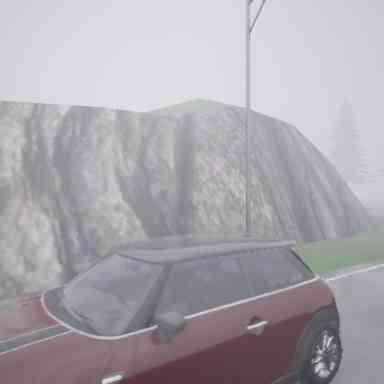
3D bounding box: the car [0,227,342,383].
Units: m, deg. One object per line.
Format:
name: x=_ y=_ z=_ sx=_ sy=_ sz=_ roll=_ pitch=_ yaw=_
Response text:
car: x=-0.382 y=1.352 z=3.716 sx=4.553 sy=1.767 sz=2.097 roll=0 pitch=0 yaw=-35
